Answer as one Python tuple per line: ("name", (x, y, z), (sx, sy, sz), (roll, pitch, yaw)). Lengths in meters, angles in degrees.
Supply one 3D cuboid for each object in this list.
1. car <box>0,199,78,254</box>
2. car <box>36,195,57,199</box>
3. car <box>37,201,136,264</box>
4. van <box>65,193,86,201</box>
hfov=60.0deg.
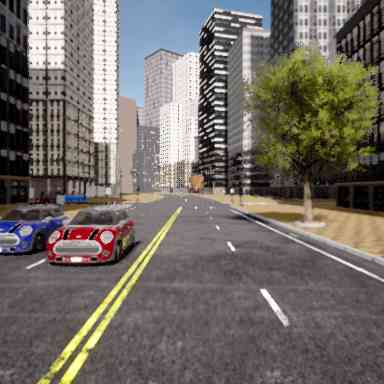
("car", (-6.599, 1.359, 13.507), (2.097, 1.767, 4.553), (0, 0, 0))
("car", (-28.180, 1.364, 64.929), (4.507, 1.381, 1.887), (0, 0, 1))
("car", (-3.349, 1.358, 11.880), (2.097, 1.767, 4.553), (0, 0, 0))
("van", (-22.641, 1.185, 64.881), (3.998, 1.788, 1.690), (0, 0, 1))
